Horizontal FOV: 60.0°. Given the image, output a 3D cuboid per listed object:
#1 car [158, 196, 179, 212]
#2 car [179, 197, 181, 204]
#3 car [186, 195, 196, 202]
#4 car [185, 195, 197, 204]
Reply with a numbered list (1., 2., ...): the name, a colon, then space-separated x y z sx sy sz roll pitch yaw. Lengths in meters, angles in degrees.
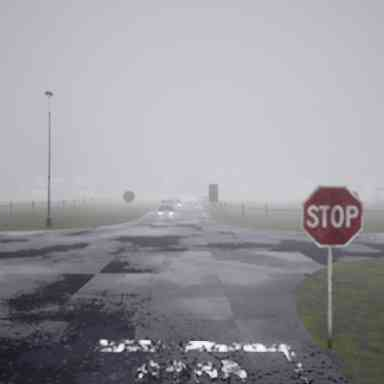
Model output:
1. car: -2.980 1.564 39.846 2.033 1.411 5.357 0 0 0
2. car: -2.975 1.566 63.974 2.033 1.411 5.357 0 0 0
3. car: -0.235 1.402 71.597 1.994 1.385 4.181 0 0 0
4. car: -0.151 1.544 61.799 1.812 1.442 4.674 0 0 1
